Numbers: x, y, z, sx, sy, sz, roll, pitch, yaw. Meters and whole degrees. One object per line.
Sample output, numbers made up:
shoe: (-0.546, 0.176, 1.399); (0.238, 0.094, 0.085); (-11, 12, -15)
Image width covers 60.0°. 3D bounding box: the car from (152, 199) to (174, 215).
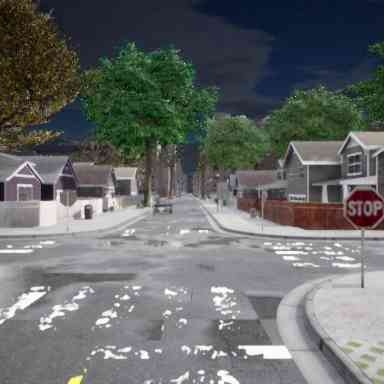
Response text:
car: (-2.872, 1.488, 33.640); (2.128, 1.511, 4.902); (0, 0, 0)
